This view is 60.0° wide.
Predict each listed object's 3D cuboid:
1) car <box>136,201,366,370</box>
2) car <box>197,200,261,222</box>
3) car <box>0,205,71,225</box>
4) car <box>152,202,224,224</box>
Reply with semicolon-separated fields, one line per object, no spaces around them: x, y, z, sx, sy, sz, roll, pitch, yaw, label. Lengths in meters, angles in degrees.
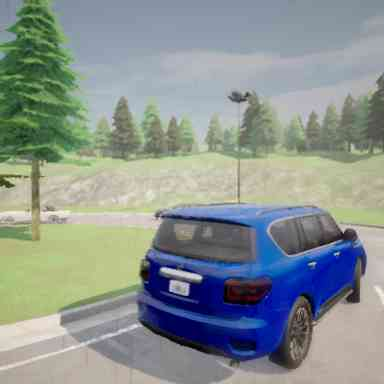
1.510;1.225;6.085;2.150;2.045;5.566;1;1;38;car
2.985;1.483;27.523;5.008;1.535;1.882;0;-1;39;car
-11.219;1.614;23.695;4.718;1.301;1.895;0;0;-16;car
-0.359;1.555;25.959;5.357;1.411;2.033;0;0;30;car
